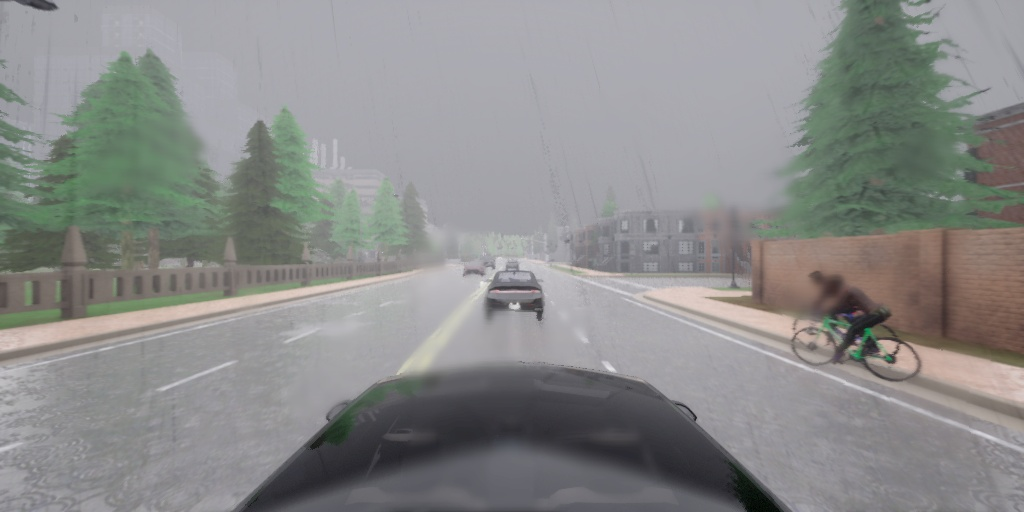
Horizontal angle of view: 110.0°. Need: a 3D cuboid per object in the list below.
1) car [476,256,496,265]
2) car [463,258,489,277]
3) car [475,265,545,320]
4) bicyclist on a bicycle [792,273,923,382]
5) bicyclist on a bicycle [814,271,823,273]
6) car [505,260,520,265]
[{"bbox_3d":[-3.595,0.973,53.455,2.150,2.045,5.566,0,0,0],"label":"car"},{"bbox_3d":[-3.618,1.228,35.349,1.882,1.535,5.008,0,0,0],"label":"car"},{"bbox_3d":[0.092,1.241,12.621,2.128,1.511,4.902,0,0,0],"label":"car"},{"bbox_3d":[5.646,1.164,6.010,0.582,1.620,1.656,1,-2,-31],"label":"bicyclist on a bicycle"},{"bbox_3d":[6.199,1.094,6.866,0.582,1.620,1.656,-14,1,-23],"label":"bicyclist on a bicycle"},{"bbox_3d":[0.065,1.240,51.098,2.128,1.511,4.902,0,0,0],"label":"car"}]
